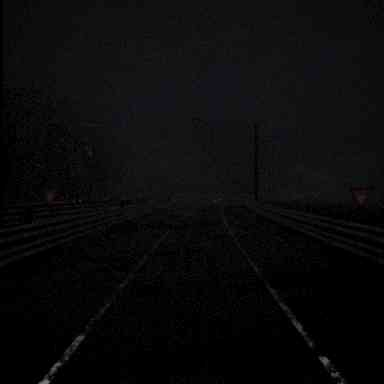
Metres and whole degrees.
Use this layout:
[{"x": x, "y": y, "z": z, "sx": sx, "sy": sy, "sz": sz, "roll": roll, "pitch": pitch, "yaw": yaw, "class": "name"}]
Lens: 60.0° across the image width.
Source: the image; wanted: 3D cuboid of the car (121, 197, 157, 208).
[{"x": -6.429, "y": 1.296, "z": 40.815, "sx": 2.128, "sy": 1.511, "sz": 4.902, "roll": 0, "pitch": 0, "yaw": 12, "class": "car"}]

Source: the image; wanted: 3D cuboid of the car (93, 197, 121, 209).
[{"x": -9.945, "y": 1.331, "z": 41.094, "sx": 1.812, "sy": 1.442, "sz": 4.674, "roll": 0, "pitch": 0, "yaw": 12, "class": "car"}]

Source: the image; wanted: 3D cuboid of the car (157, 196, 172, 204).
[{"x": -5.174, "y": 1.412, "z": 61.551, "sx": 1.994, "sy": 1.385, "sz": 4.181, "roll": 0, "pitch": 0, "yaw": 14, "class": "car"}]

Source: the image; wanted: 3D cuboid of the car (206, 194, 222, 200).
[{"x": 6.017, "y": 1.460, "z": 89.861, "sx": 1.994, "sy": 1.385, "sz": 4.181, "roll": 0, "pitch": 0, "yaw": 16, "class": "car"}]

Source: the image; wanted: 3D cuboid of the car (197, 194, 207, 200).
[{"x": 3.639, "y": 1.396, "z": 94.200, "sx": 1.882, "sy": 1.535, "sz": 5.008, "roll": 0, "pitch": 0, "yaw": 17, "class": "car"}]

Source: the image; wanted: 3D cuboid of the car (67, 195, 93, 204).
[{"x": -13.483, "y": 1.158, "z": 41.329, "sx": 2.097, "sy": 1.767, "sz": 4.553, "roll": 0, "pitch": 0, "yaw": 12, "class": "car"}]
